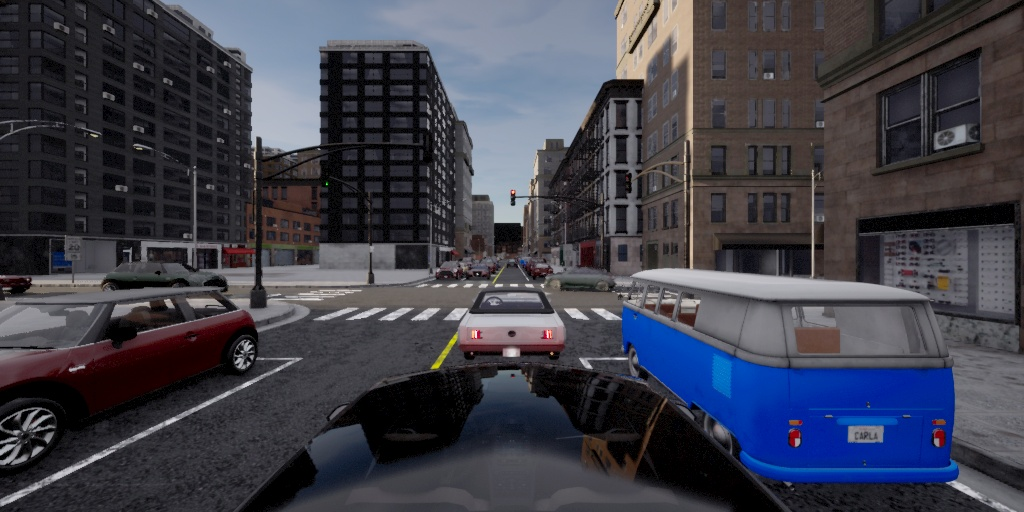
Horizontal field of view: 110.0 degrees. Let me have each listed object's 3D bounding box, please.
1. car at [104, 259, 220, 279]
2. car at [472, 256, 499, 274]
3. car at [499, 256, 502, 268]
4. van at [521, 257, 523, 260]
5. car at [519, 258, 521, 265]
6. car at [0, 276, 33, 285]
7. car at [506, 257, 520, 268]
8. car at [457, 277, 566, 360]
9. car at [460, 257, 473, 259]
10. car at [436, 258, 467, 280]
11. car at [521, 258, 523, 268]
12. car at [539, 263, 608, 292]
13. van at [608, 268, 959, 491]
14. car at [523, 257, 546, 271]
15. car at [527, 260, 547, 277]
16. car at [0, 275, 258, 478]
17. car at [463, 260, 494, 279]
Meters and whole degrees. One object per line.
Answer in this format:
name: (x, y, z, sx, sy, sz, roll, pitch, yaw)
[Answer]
car: (-16.005, 1.022, 16.731, 4.553, 1.767, 2.097, 0, 0, 0)
car: (-2.876, 1.100, 40.189, 2.097, 1.767, 4.553, 0, 0, 0)
car: (-2.890, 1.099, 49.064, 2.097, 1.767, 4.553, 0, 0, 0)
van: (2.580, 1.086, 53.042, 1.690, 1.789, 3.998, 0, 0, 0)
car: (2.574, 1.309, 58.451, 1.948, 1.339, 4.313, 0, 0, 0)
car: (-25.685, 1.217, 16.716, 4.718, 1.301, 1.895, 0, 0, 0)
car: (0.028, 1.268, 61.248, 1.812, 1.442, 4.674, 0, 0, 0)
car: (-0.006, 1.351, 8.309, 1.895, 1.301, 4.718, 0, 0, 0)
car: (-5.432, 1.062, 42.213, 2.192, 1.841, 5.009, 0, 0, 0)
car: (-5.420, 1.188, 31.394, 1.967, 1.591, 4.097, 0, 0, 0)
car: (2.587, 1.292, 47.632, 1.888, 1.381, 4.507, 0, 0, 0)
car: (4.033, 1.341, 21.317, 4.181, 1.385, 1.994, 0, 0, 18)
van: (2.637, 1.091, 4.523, 1.690, 1.789, 3.998, 0, 0, 0)
car: (2.599, 1.063, 36.812, 2.192, 1.841, 5.009, 0, 0, 0)
car: (2.605, 1.294, 31.403, 1.888, 1.381, 4.507, 0, 0, 0)
car: (-5.389, 1.190, 4.514, 1.967, 1.591, 4.097, 0, 0, 0)
car: (-2.883, 1.313, 31.569, 1.994, 1.385, 4.181, 0, 0, -1)
